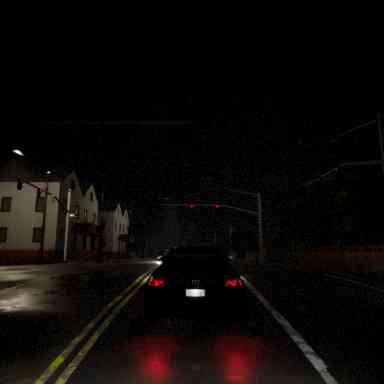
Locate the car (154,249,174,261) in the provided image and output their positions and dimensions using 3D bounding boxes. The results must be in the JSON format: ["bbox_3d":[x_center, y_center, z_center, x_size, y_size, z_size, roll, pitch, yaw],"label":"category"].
[{"bbox_3d":[-3.596,8.371,43.935,2.128,1.511,4.902,0,-11,0],"label":"car"}]

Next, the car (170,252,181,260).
[{"bbox_3d":[-3.514,13.700,71.346,2.128,1.511,4.902,0,-11,0],"label":"car"}]

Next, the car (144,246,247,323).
[{"bbox_3d":[0.071,1.985,7.898,1.994,1.385,4.181,0,-7,0],"label":"car"}]

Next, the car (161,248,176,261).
[{"bbox_3d":[-3.598,9.723,51.667,2.097,1.767,4.553,0,-11,0],"label":"car"}]

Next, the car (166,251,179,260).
[{"bbox_3d":[-3.574,11.756,61.456,2.128,1.511,4.902,0,-11,0],"label":"car"}]
